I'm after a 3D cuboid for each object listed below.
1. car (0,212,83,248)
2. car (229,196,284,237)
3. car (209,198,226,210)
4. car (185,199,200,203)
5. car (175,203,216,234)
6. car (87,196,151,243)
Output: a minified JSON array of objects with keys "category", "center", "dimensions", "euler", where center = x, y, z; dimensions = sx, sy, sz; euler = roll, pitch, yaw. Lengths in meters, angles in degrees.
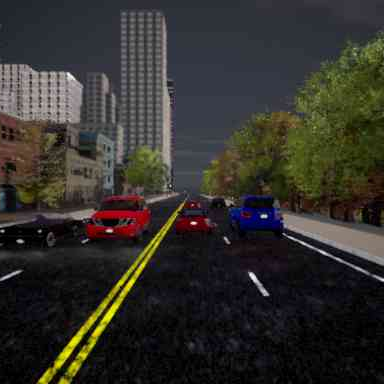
[{"category":"car","center":[-6.607,1.599,15.025],"dimensions":[1.895,1.301,4.718],"euler":[0,0,0]},{"category":"car","center":[3.337,1.220,18.080],"dimensions":[2.150,2.045,5.566],"euler":[0,0,0]},{"category":"car","center":[3.319,1.467,43.327],"dimensions":[1.882,1.535,5.008],"euler":[0,0,0]},{"category":"car","center":[0.071,1.554,42.235],"dimensions":[1.994,1.385,4.181],"euler":[0,0,0]},{"category":"car","center":[0.087,1.562,19.031],"dimensions":[1.994,1.385,4.181],"euler":[0,0,0]},{"category":"car","center":[-3.354,1.219,16.317],"dimensions":[2.150,2.045,5.566],"euler":[0,0,0]}]
